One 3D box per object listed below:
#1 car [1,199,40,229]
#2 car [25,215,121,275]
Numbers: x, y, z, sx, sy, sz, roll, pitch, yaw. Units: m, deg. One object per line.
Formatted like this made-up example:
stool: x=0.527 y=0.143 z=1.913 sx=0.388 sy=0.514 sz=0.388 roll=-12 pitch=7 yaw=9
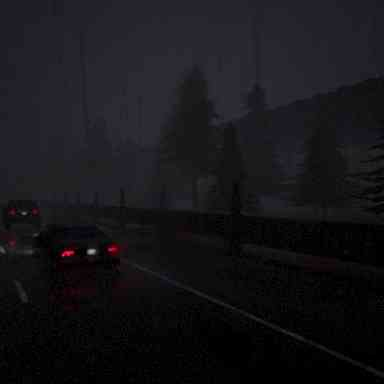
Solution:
car: x=-12.753 y=1.551 z=24.727 sx=2.150 sy=2.045 sz=5.566 roll=1 pitch=-1 yaw=-32
car: x=-4.086 y=1.710 z=11.216 sx=2.033 sy=1.411 sz=5.357 roll=1 pitch=-1 yaw=-32
